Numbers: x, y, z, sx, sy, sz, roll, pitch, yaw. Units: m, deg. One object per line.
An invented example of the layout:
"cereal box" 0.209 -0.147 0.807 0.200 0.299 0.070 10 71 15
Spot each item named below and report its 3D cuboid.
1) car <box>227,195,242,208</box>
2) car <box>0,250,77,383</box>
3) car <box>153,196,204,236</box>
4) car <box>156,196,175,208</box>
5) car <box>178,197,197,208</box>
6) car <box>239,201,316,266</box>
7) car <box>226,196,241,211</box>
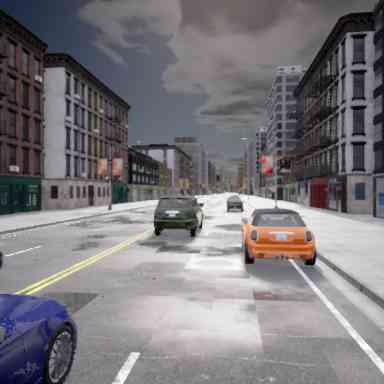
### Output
"car" 6.247 1.312 49.352 2.097 1.767 4.553 0 0 7
"car" -2.586 1.525 2.417 1.812 1.442 4.674 0 0 7
"car" -0.628 1.210 18.682 2.150 2.045 5.566 0 0 7
"car" -3.804 1.438 48.346 1.882 1.535 5.008 0 0 7
"car" -0.583 1.453 47.910 2.128 1.511 4.902 0 0 7
"car" 2.864 1.344 11.825 2.097 1.767 4.553 0 0 7
"car" 5.063 1.473 39.081 1.837 1.490 4.892 0 0 7
